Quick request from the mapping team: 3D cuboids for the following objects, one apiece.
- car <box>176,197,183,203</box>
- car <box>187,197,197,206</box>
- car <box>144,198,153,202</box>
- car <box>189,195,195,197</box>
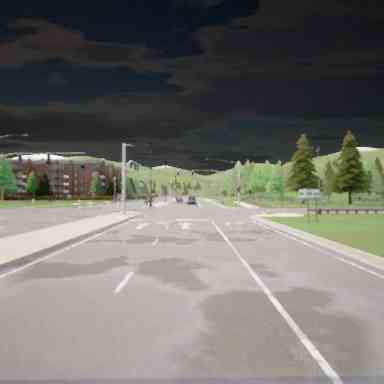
[{"bbox_3d":[-3.520,2.245,94.234,2.128,1.511,4.902,0,-1,0],"label":"car"},{"bbox_3d":[-0.015,2.242,68.829,1.895,1.301,4.718,0,-1,0],"label":"car"},{"bbox_3d":[-11.519,2.180,88.852,2.097,1.767,4.553,0,-1,0],"label":"car"},{"bbox_3d":[-0.020,1.945,94.269,2.150,2.045,5.566,0,-1,0],"label":"car"}]
